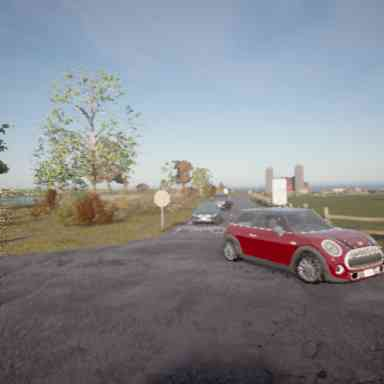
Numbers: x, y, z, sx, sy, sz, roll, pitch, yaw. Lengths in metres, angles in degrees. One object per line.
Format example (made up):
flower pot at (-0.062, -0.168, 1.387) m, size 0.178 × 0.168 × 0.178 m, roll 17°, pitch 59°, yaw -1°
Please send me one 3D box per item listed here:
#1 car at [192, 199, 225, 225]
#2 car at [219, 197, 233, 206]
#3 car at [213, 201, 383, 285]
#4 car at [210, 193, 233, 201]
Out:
car at (1.128, 1.498, 24.222) m, size 1.812 × 1.442 × 4.674 m, roll -1°, pitch 0°, yaw 9°
car at (5.435, 1.456, 52.675) m, size 1.994 × 1.385 × 4.181 m, roll -1°, pitch 0°, yaw 9°
car at (2.859, 1.253, 9.458) m, size 2.097 × 1.767 × 4.553 m, roll -2°, pitch 0°, yaw -30°
car at (3.525, 1.151, 40.187) m, size 2.150 × 2.045 × 5.566 m, roll -1°, pitch 0°, yaw 9°
